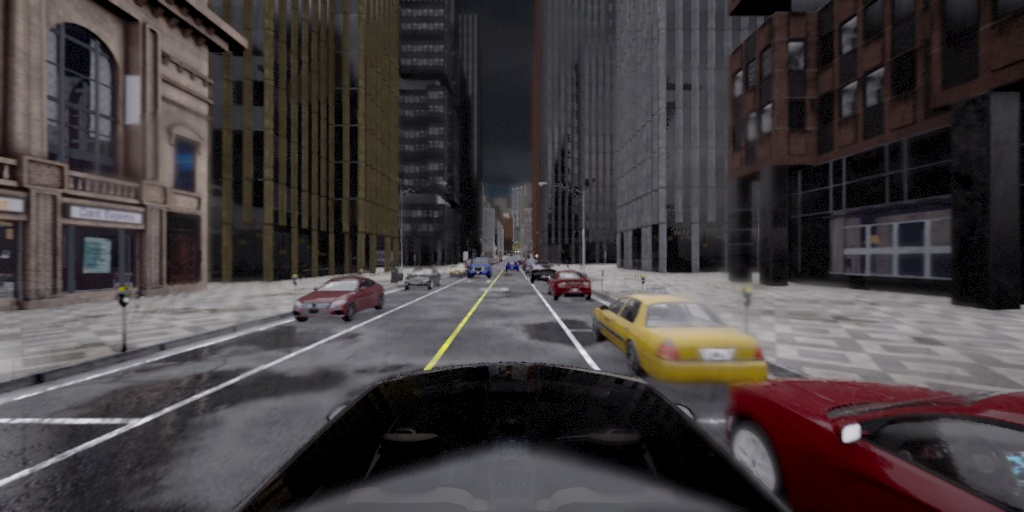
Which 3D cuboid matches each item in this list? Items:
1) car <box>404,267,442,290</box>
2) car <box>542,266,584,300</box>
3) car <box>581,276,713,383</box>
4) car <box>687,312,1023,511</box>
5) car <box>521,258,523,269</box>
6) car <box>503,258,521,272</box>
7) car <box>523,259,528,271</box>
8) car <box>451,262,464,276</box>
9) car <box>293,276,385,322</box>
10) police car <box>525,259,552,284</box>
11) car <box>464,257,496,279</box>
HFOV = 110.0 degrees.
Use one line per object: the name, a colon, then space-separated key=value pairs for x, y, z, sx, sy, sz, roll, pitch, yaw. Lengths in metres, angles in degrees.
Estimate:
car: x=-5.766 y=1.413 z=23.577 sx=2.007 sy=1.370 sz=4.403 roll=0 pitch=0 yaw=0
car: x=2.776 y=1.379 z=18.035 sx=1.888 sy=1.381 sz=4.507 roll=0 pitch=0 yaw=0
car: x=2.777 y=1.302 z=7.154 sx=1.751 sy=1.417 sz=4.829 roll=0 pitch=0 yaw=0
car: x=2.777 y=1.294 z=1.459 sx=1.888 sy=1.381 sz=4.507 roll=0 pitch=0 yaw=0
car: x=2.775 y=1.348 z=56.712 sx=2.192 sy=1.841 sz=5.009 roll=0 pitch=0 yaw=0
car: x=0.045 y=1.491 z=52.853 sx=1.882 sy=1.535 sz=5.008 roll=0 pitch=0 yaw=0
car: x=2.775 y=1.416 z=45.662 sx=1.967 sy=1.591 sz=4.097 roll=0 pitch=0 yaw=0
car: x=-5.761 y=1.473 z=39.982 sx=1.751 sy=1.417 sz=4.829 roll=0 pitch=0 yaw=0
car: x=-5.770 y=1.388 z=12.527 sx=1.802 sy=1.307 sz=4.207 roll=0 pitch=0 yaw=0
police car: x=2.372 y=1.316 z=29.141 sx=1.930 sy=1.638 sz=5.238 roll=0 pitch=0 yaw=0
car: x=-3.086 y=1.144 z=35.417 sx=2.150 sy=2.045 sz=5.566 roll=0 pitch=0 yaw=0
